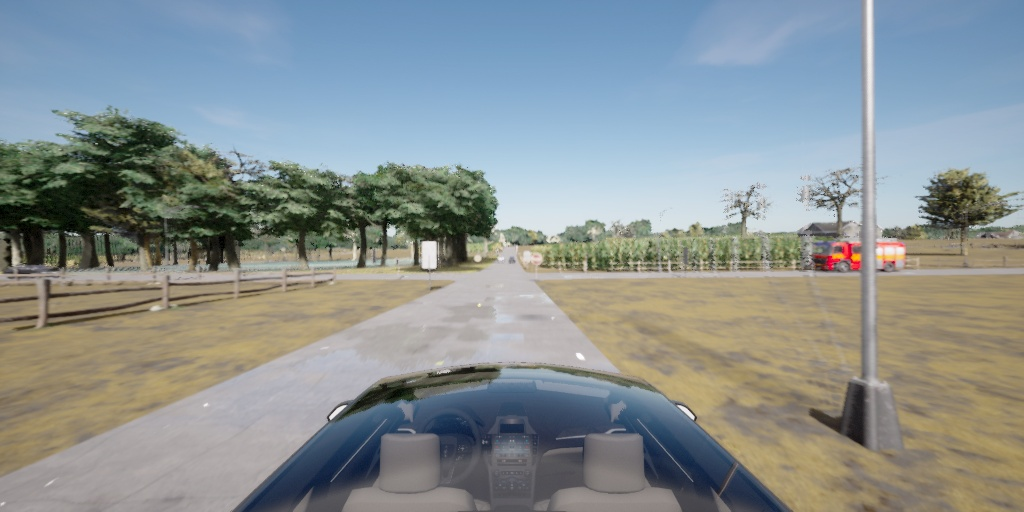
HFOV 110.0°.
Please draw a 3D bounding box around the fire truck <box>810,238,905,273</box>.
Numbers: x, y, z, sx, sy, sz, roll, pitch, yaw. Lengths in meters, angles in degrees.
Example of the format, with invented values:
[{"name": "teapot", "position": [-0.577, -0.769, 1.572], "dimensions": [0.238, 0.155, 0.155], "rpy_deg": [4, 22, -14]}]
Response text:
[{"name": "fire truck", "position": [39.377, -0.094, 41.080], "dimensions": [8.468, 3.827, 2.891], "rpy_deg": [-1, 2, 0]}]
